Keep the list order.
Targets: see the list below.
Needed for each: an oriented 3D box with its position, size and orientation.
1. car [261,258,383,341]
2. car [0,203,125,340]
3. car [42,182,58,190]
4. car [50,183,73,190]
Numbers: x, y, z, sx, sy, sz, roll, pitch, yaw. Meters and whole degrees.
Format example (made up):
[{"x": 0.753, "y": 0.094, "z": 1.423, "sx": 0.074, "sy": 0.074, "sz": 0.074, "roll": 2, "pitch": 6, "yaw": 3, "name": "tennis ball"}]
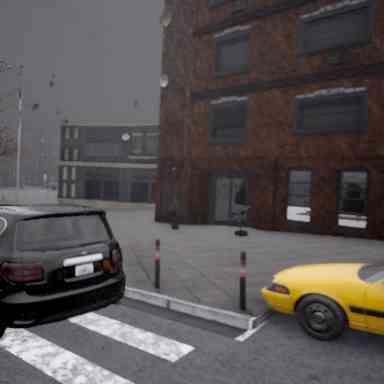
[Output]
[{"x": 3.721, "y": 1.482, "z": 4.851, "sx": 5.366, "sy": 1.575, "sz": 1.946, "roll": 0, "pitch": 0, "yaw": 35, "name": "car"}, {"x": -3.729, "y": 1.247, "z": 6.632, "sx": 5.566, "sy": 2.045, "sz": 2.150, "roll": 0, "pitch": 0, "yaw": 38, "name": "car"}, {"x": -31.130, "y": -1.366, "z": 74.078, "sx": 4.553, "sy": 1.767, "sz": 2.185, "roll": 4, "pitch": 3, "yaw": 24, "name": "car"}, {"x": -30.040, "y": -1.296, "z": 76.619, "sx": 5.008, "sy": 1.535, "sz": 2.097, "roll": 4, "pitch": 3, "yaw": 24, "name": "car"}]
